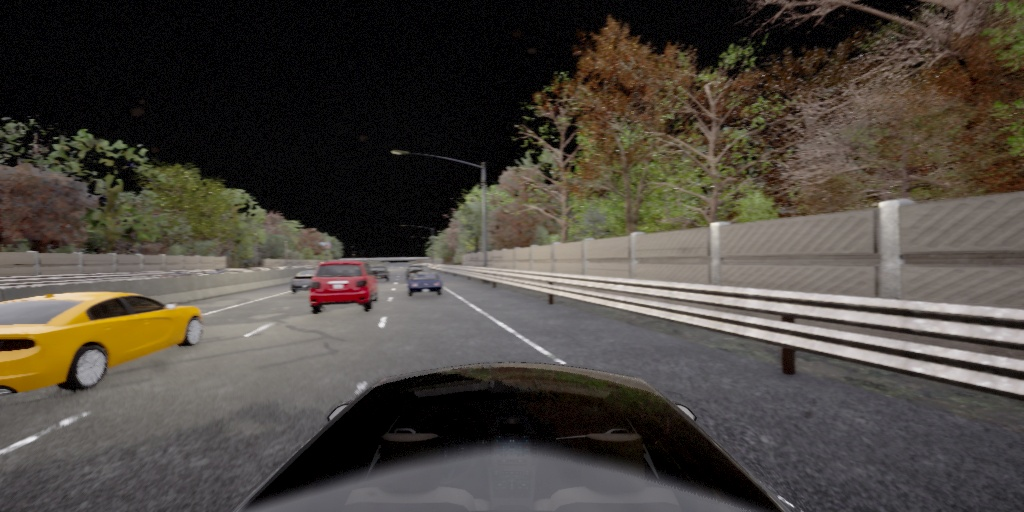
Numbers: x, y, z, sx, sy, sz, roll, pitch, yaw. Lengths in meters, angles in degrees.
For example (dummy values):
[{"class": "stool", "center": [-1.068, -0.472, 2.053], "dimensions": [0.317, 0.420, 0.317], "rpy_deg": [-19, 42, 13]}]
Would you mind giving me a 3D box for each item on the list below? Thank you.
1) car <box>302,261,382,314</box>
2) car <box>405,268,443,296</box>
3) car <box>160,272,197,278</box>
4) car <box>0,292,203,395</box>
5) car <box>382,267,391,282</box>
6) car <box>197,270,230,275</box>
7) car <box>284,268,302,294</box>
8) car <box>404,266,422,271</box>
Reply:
[{"class": "car", "center": [-7.166, 1.236, 15.748], "dimensions": [2.150, 2.045, 5.566], "rpy_deg": [-1, 0, -17]}, {"class": "car", "center": [-5.331, 1.633, 21.712], "dimensions": [1.895, 1.301, 4.718], "rpy_deg": [-1, -1, -17]}, {"class": "car", "center": [-36.536, 2.413, 39.720], "dimensions": [1.895, 1.301, 4.718], "rpy_deg": [-1, -1, -16]}, {"class": "car", "center": [-8.147, 1.429, 6.927], "dimensions": [1.882, 1.535, 5.008], "rpy_deg": [-1, -1, -17]}, {"class": "car", "center": [-13.433, 1.834, 36.457], "dimensions": [1.837, 1.490, 4.892], "rpy_deg": [-1, -1, -17]}, {"class": "car", "center": [-33.199, 2.322, 40.772], "dimensions": [1.994, 1.385, 4.181], "rpy_deg": [-1, -1, -17]}, {"class": "car", "center": [-13.438, 1.702, 24.384], "dimensions": [2.128, 1.511, 4.902], "rpy_deg": [-1, -1, -17]}, {"class": "car", "center": [-9.917, 1.772, 36.854], "dimensions": [1.837, 1.490, 4.892], "rpy_deg": [-1, 0, -17]}]
